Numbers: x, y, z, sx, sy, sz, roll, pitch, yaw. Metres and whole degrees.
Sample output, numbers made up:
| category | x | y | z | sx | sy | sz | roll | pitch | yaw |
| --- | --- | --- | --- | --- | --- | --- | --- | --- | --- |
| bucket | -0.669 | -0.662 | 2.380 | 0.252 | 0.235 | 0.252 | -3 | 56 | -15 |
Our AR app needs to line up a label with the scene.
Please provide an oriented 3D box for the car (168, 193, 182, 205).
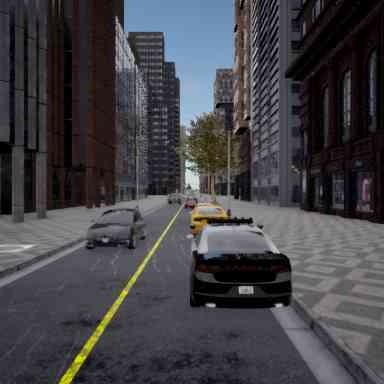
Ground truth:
| category | x | y | z | sx | sy | sz | roll | pitch | yaw |
| --- | --- | --- | --- | --- | --- | --- | --- | --- | --- |
| car | -3.007 | 1.219 | 58.351 | 2.150 | 2.045 | 5.566 | 0 | 0 | 0 |

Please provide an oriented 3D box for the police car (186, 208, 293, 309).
| category | x | y | z | sx | sy | sz | roll | pitch | yaw |
| --- | --- | --- | --- | --- | --- | --- | --- | --- | --- |
| police car | 0.899 | 1.425 | 8.115 | 1.930 | 1.638 | 5.238 | 0 | 0 | 0 |

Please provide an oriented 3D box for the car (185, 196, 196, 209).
| category | x | y | z | sx | sy | sz | roll | pitch | yaw |
| --- | --- | --- | --- | --- | --- | --- | --- | --- | --- |
| car | 0.013 | 1.563 | 45.951 | 1.994 | 1.385 | 4.181 | 0 | 0 | 1 |

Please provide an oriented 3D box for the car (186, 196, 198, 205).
| category | x | y | z | sx | sy | sz | roll | pitch | yaw |
| --- | --- | --- | --- | --- | --- | --- | --- | --- | --- |
| car | -0.008 | 1.475 | 58.558 | 1.882 | 1.535 | 5.008 | 0 | 0 | 0 |

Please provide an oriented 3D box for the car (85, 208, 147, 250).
| category | x | y | z | sx | sy | sz | roll | pitch | yaw |
| --- | --- | --- | --- | --- | --- | --- | --- | --- | --- |
| car | -3.104 | 1.505 | 14.353 | 1.837 | 1.490 | 4.892 | 0 | 0 | 0 |

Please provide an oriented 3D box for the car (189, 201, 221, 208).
| category | x | y | z | sx | sy | sz | roll | pitch | yaw |
| --- | --- | --- | --- | --- | --- | --- | --- | --- | --- |
| car | 0.897 | 1.478 | 18.005 | 1.882 | 1.535 | 5.008 | 0 | 0 | 0 |

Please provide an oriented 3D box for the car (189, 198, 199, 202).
| category | x | y | z | sx | sy | sz | roll | pitch | yaw |
| --- | --- | --- | --- | --- | --- | --- | --- | --- | --- |
| car | 0.896 | 1.455 | 24.196 | 1.801 | 1.575 | 5.366 | 0 | 0 | 0 |
